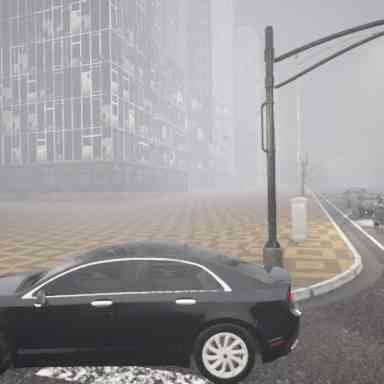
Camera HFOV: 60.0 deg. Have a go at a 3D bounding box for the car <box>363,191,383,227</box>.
[{"bbox_3d":[9.124,0.928,14.345,2.128,1.511,4.902,-1,2,18],"label":"car"}]

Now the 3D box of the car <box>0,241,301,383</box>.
[{"bbox_3d":[-1.002,1.505,4.746,4.892,1.490,1.837,0,0,0],"label":"car"}]

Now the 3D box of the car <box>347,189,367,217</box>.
[{"bbox_3d":[11.197,0.760,20.631,1.994,1.385,4.181,-1,2,17],"label":"car"}]

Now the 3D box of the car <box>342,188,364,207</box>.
[{"bbox_3d":[13.214,0.454,26.688,2.128,1.511,4.902,-1,2,18],"label":"car"}]
